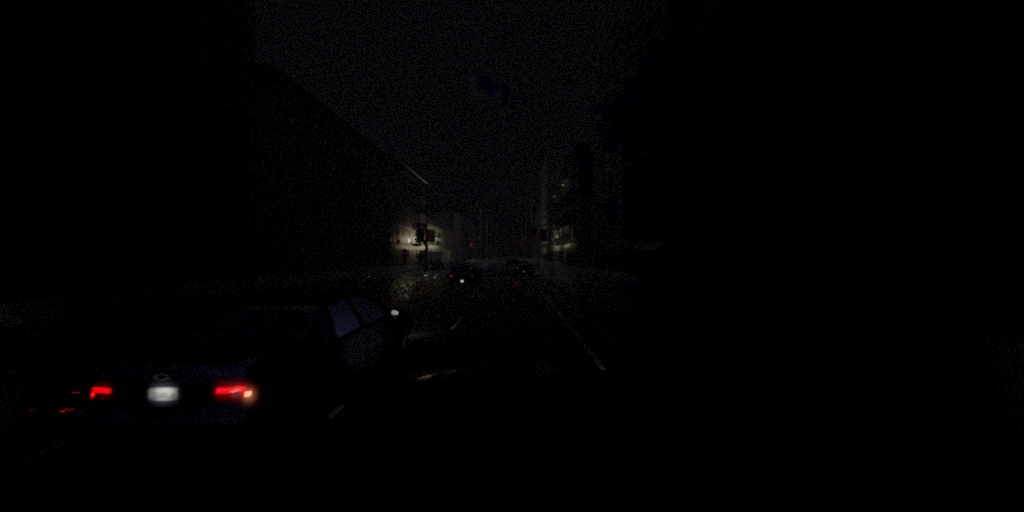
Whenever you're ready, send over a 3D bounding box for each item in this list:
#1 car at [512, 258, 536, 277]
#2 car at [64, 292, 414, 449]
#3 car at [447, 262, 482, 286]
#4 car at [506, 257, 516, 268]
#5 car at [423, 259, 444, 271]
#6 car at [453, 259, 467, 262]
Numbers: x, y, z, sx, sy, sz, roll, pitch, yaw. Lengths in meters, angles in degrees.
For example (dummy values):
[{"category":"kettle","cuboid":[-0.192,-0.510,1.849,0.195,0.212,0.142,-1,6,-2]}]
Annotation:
[{"category":"car","cuboid":[1.144,1.175,33.986,1.812,1.442,4.674,0,0,0]},{"category":"car","cuboid":[-3.148,1.286,5.750,2.033,1.411,5.357,0,0,0]},{"category":"car","cuboid":[-3.146,1.283,24.737,1.895,1.301,4.718,0,0,0]},{"category":"car","cuboid":[0.042,1.063,57.310,1.837,1.490,4.892,0,0,1]},{"category":"car","cuboid":[-9.815,1.098,45.178,2.128,1.511,4.902,0,0,0]},{"category":"car","cuboid":[-6.567,1.100,44.756,2.128,1.511,4.902,0,0,0]}]
